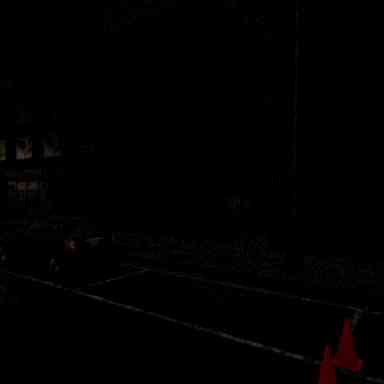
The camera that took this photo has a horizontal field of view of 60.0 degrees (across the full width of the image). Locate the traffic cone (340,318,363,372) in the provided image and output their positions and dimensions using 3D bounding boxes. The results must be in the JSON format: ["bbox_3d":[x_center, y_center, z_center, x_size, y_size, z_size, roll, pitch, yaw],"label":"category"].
[{"bbox_3d":[2.030,1.952,4.363,0.340,0.580,0.340,0,0,36],"label":"traffic cone"}]

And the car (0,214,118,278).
[{"bbox_3d":[-4.192,1.405,10.117,4.097,1.590,1.967,0,1,36],"label":"car"}]

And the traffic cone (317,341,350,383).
[{"bbox_3d":[1.445,1.952,3.552,0.340,0.580,0.340,0,0,36],"label":"traffic cone"}]
